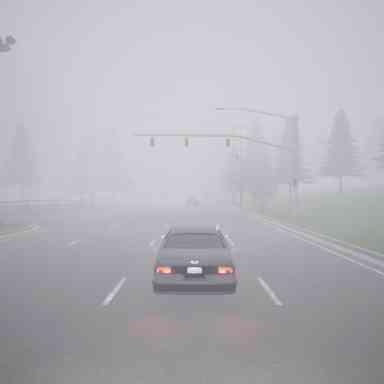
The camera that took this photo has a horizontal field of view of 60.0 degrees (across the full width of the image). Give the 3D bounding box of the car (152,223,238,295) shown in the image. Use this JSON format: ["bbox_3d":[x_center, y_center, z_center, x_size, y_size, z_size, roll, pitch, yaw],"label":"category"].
[{"bbox_3d":[0.067,1.547,8.888,2.033,1.411,5.357,0,0,0],"label":"car"}]

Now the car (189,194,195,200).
[{"bbox_3d":[0.002,1.310,93.990,1.882,1.535,5.008,0,0,0],"label":"car"}]

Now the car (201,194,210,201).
[{"bbox_3d":[3.502,1.492,83.570,1.837,1.490,4.892,0,0,0],"label":"car"}]

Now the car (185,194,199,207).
[{"bbox_3d":[-0.001,1.352,52.927,2.097,1.767,4.553,0,0,0],"label":"car"}]

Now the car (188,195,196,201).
[{"bbox_3d":[0.002,1.531,83.570,2.033,1.411,5.357,0,0,0],"label":"car"}]

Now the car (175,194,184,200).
[{"bbox_3d":[-3.498,1.357,93.990,2.128,1.511,4.902,0,0,0],"label":"car"}]

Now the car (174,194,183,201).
[{"bbox_3d":[-3.498,1.516,83.987,1.812,1.442,4.674,0,0,0],"label":"car"}]

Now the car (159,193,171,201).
[{"bbox_3d":[-6.998,1.217,83.601,2.150,2.045,5.566,0,0,0],"label":"car"}]

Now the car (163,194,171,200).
[{"bbox_3d":[-6.998,1.385,93.991,1.994,1.385,4.181,0,0,0],"label":"car"}]

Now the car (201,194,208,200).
[{"bbox_3d":[3.502,1.310,93.990,1.882,1.535,5.008,0,0,0],"label":"car"}]
